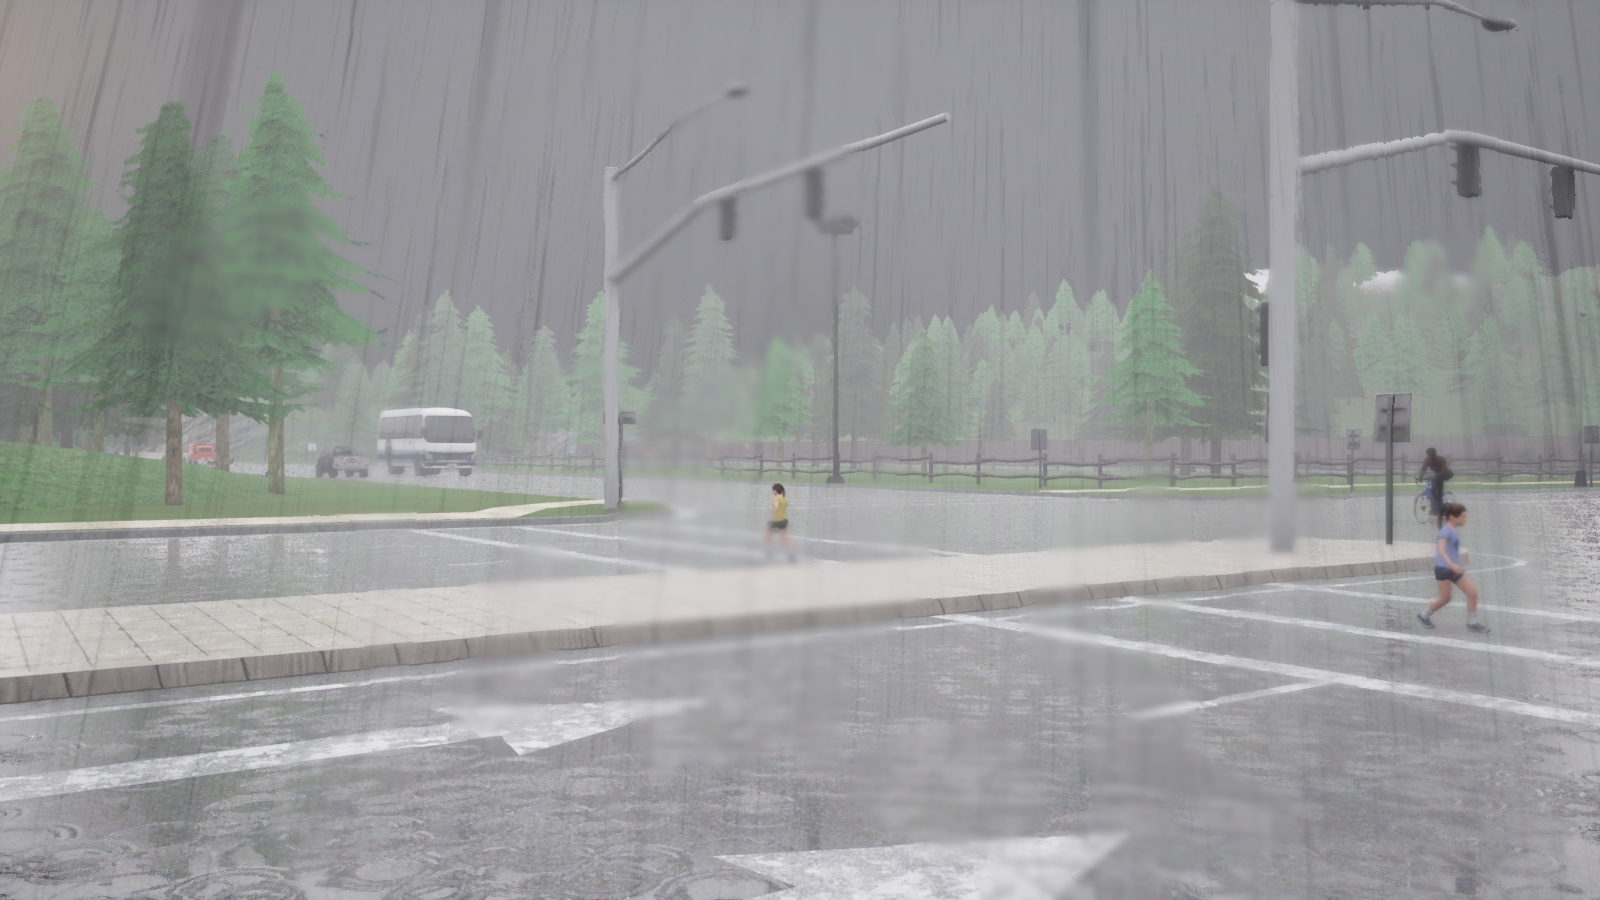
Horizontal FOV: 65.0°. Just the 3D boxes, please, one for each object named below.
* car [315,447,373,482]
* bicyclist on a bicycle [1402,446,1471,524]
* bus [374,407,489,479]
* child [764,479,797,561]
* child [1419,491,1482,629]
[{"bbox_3d":[-25.265,0.785,69.558,1.932,1.855,4.605,0,0,-34],"label":"car"},{"bbox_3d":[13.601,0.734,26.830,1.656,1.620,0.582,0,0,-34],"label":"bicyclist on a bicycle"},{"bbox_3d":[-23.387,-0.388,79.208,3.944,4.253,10.273,0,0,-34],"label":"bus"},{"bbox_3d":[-0.268,0.967,17.375,0.255,1.110,0.394,0,0,-42],"label":"child"},{"bbox_3d":[5.408,0.902,10.445,0.255,1.110,0.394,0,0,-39],"label":"child"}]
